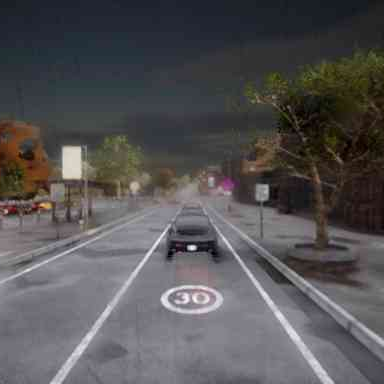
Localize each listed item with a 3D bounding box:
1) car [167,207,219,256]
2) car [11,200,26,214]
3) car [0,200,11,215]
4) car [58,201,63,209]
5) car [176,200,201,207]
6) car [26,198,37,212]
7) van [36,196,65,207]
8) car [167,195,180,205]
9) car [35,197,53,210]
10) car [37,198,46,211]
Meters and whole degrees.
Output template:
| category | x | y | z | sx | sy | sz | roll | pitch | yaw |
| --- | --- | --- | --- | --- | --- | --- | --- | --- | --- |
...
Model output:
| category | x | y | z | sx | sy | sz | roll | pitch | yaw |
| --- | --- | --- | --- | --- | --- | --- | --- | --- | --- |
| car | 0.022 | 1.606 | 13.517 | 1.837 | 1.490 | 4.892 | 0 | 0 | 0 |
| car | -22.111 | 1.742 | 37.656 | 5.008 | 1.535 | 2.097 | 0 | 0 | 0 |
| car | -22.133 | 1.598 | 34.881 | 4.553 | 1.767 | 2.185 | 0 | 0 | 0 |
| car | -22.150 | 1.850 | 48.757 | 4.792 | 1.488 | 2.163 | 0 | 0 | 0 |
| car | 0.021 | 1.675 | 28.521 | 2.128 | 1.511 | 4.902 | 0 | 0 | 0 |
| car | -22.103 | 1.762 | 40.431 | 4.892 | 1.521 | 2.231 | 0 | 0 | 0 |
| van | -22.007 | 1.614 | 51.533 | 4.442 | 1.987 | 1.878 | 0 | 0 | 0 |
| car | -3.307 | 1.389 | 59.743 | 2.097 | 1.767 | 4.553 | 0 | 1 | 0 |
| car | -21.931 | 1.797 | 45.980 | 5.366 | 1.575 | 1.946 | 0 | 0 | 0 |
| car | -22.142 | 1.810 | 43.205 | 4.792 | 1.488 | 2.163 | 0 | 0 | 0 |
